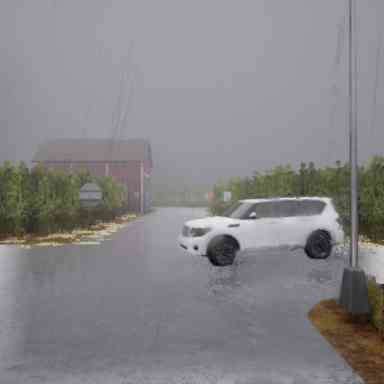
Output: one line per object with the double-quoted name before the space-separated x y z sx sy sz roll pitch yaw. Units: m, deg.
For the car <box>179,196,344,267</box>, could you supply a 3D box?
"car" 2.356 1.197 11.323 5.566 2.045 2.150 -1 -1 -14
